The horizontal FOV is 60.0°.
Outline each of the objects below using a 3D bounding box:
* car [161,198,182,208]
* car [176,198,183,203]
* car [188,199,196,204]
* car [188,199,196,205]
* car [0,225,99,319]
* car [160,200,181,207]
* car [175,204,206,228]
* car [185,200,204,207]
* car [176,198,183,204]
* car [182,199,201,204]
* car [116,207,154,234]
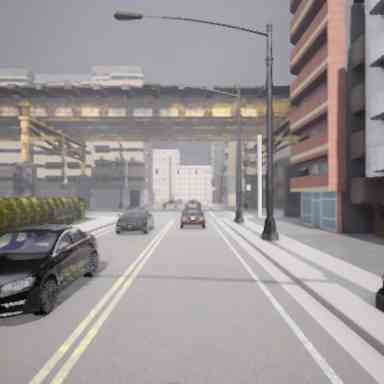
[{"bbox_3d":[-3.746,2.135,58.096,2.038,1.542,4.974,0,-1,25],"label":"car"},{"bbox_3d":[-3.448,2.385,92.959,1.853,1.218,4.536,0,-1,0],"label":"car"},{"bbox_3d":[-0.002,2.285,84.444,1.853,1.218,4.536,0,-1,0],"label":"car"},{"bbox_3d":[-0.001,2.442,84.390,2.038,1.542,4.974,0,-1,0],"label":"car"},{"bbox_3d":[-3.607,1.585,7.811,2.128,1.511,4.902,0,-1,0],"label":"car"},{"bbox_3d":[-3.724,1.978,58.146,1.853,1.218,4.536,0,-1,25],"label":"car"},{"bbox_3d":[0.059,1.836,24.554,2.033,1.411,5.357,0,-1,0],"label":"car"},{"bbox_3d":[0.397,1.973,57.847,1.853,1.218,4.536,0,-1,-20],"label":"car"},{"bbox_3d":[-3.447,2.542,92.906,2.038,1.542,4.974,0,-1,0],"label":"car"},{"bbox_3d":[0.415,2.130,57.796,2.038,1.542,4.974,0,-1,-20],"label":"car"},{"bbox_3d":[-3.535,1.756,21.200,1.837,1.490,4.892,0,-1,0],"label":"car"}]
